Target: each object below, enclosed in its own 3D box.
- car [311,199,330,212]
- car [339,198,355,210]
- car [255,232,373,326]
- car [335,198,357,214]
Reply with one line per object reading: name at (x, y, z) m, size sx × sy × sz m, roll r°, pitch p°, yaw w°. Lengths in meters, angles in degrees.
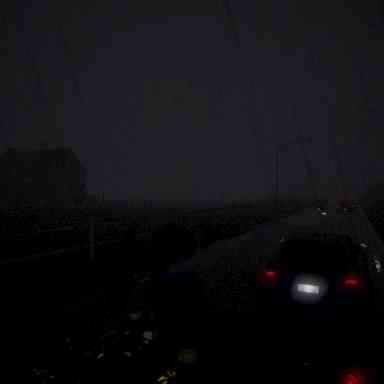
car at (15.609, 1.559, 40.206) m, size 2.033 × 1.411 × 5.357 m, roll 0°, pitch 0°, yaw 26°
car at (20.635, 1.533, 44.296) m, size 1.812 × 1.442 × 4.674 m, roll 0°, pitch 0°, yaw 26°
car at (2.793, 1.567, 7.305) m, size 1.994 × 1.385 × 4.181 m, roll 0°, pitch 0°, yaw 26°
car at (16.192, 1.537, 34.966) m, size 1.812 × 1.442 × 4.674 m, roll 0°, pitch 0°, yaw 26°
